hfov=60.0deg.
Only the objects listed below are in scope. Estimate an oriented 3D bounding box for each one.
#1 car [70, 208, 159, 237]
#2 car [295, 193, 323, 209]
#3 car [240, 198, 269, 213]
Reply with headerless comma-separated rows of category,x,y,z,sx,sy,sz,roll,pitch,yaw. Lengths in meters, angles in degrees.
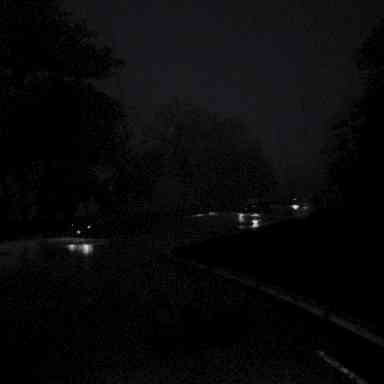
car,-4.210,1.629,19.124,2.033,1.411,5.357,-1,0,37
car,14.358,1.225,40.055,1.882,1.535,5.008,-1,0,34
car,6.751,1.410,35.332,1.812,1.442,4.674,-1,0,34
